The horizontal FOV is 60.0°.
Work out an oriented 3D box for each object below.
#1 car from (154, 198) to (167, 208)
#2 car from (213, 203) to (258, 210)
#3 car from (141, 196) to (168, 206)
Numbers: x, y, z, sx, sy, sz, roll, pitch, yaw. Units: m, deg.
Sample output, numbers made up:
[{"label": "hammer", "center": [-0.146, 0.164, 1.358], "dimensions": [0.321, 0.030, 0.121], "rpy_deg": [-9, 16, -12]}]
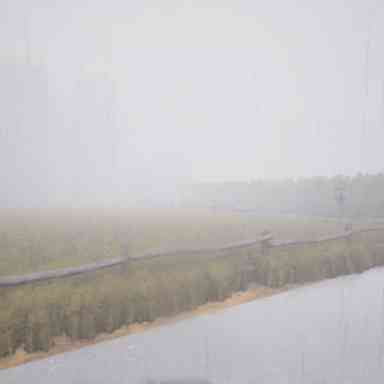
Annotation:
[{"label": "car", "center": [-5.149, 1.717, 54.499], "dimensions": [1.812, 1.442, 4.674], "rpy_deg": [-1, 0, -2]}, {"label": "car", "center": [4.209, 1.756, 32.513], "dimensions": [1.895, 1.301, 4.718], "rpy_deg": [0, 0, -36]}, {"label": "car", "center": [-5.203, 1.334, 45.755], "dimensions": [2.097, 1.767, 4.553], "rpy_deg": [0, 0, -36]}]
